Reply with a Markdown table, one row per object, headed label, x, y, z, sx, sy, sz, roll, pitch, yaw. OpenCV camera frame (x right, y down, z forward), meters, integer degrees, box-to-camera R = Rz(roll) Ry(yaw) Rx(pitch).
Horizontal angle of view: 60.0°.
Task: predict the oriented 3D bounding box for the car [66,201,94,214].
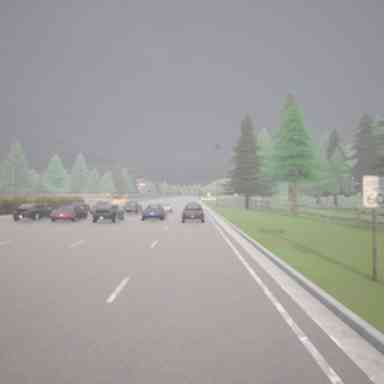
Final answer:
| label | x | y | z | sx | sy | sz | roll | pitch | yaw |
| --- | --- | --- | --- | --- | --- | --- | --- | --- | --- |
| car | -13.901 | 1.909 | 41.409 | 1.994 | 1.385 | 4.181 | 0 | 0 | 1 |

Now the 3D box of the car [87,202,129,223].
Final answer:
| label | x | y | z | sx | sy | sz | roll | pitch | yaw |
| --- | --- | --- | --- | --- | --- | --- | --- | --- | --- |
| car | -6.906 | 1.746 | 27.926 | 1.837 | 1.490 | 4.892 | 0 | 0 | 1 |

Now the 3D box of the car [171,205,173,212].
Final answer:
| label | x | y | z | sx | sy | sz | roll | pitch | yaw |
| --- | --- | --- | --- | --- | --- | --- | --- | --- | --- |
| car | -3.399 | 1.974 | 41.658 | 1.895 | 1.301 | 4.718 | 0 | -1 | 1 |

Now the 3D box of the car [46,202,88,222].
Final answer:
| label | x | y | z | sx | sy | sz | roll | pitch | yaw |
| --- | --- | --- | --- | --- | --- | --- | --- | --- | --- |
| car | -10.401 | 1.800 | 28.581 | 1.994 | 1.385 | 4.181 | 0 | 0 | 1 |

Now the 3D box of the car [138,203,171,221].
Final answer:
| label | x | y | z | sx | sy | sz | roll | pitch | yaw |
| --- | --- | --- | --- | --- | --- | --- | --- | --- | --- |
| car | -3.390 | 1.837 | 30.686 | 1.994 | 1.385 | 4.181 | 0 | 0 | 1 |

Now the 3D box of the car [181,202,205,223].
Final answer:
| label | x | y | z | sx | sy | sz | roll | pitch | yaw |
| --- | --- | --- | --- | --- | --- | --- | --- | --- | --- |
| car | 0.098 | 1.755 | 28.593 | 2.128 | 1.511 | 4.902 | 0 | 0 | 0 |

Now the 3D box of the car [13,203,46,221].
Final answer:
| label | x | y | z | sx | sy | sz | roll | pitch | yaw |
| --- | --- | --- | --- | --- | --- | --- | --- | --- | --- |
| car | -13.896 | 1.742 | 29.408 | 1.837 | 1.490 | 4.892 | 0 | 0 | 0 |

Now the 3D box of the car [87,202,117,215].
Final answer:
| label | x | y | z | sx | sy | sz | roll | pitch | yaw |
| --- | --- | --- | --- | --- | --- | --- | --- | --- | --- |
| car | -10.430 | 1.879 | 39.014 | 2.033 | 1.411 | 5.357 | 0 | -1 | 1 |

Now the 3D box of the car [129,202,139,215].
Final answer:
| label | x | y | z | sx | sy | sz | roll | pitch | yaw |
| --- | --- | --- | --- | --- | --- | --- | --- | --- | --- |
| car | -6.930 | 1.887 | 38.981 | 2.033 | 1.411 | 5.357 | 0 | -1 | 1 |

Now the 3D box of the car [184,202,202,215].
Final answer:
| label | x | y | z | sx | sy | sz | roll | pitch | yaw |
| --- | --- | --- | --- | --- | --- | --- | --- | --- | --- |
| car | 0.093 | 1.919 | 40.477 | 2.033 | 1.411 | 5.357 | 0 | 0 | 1 |
